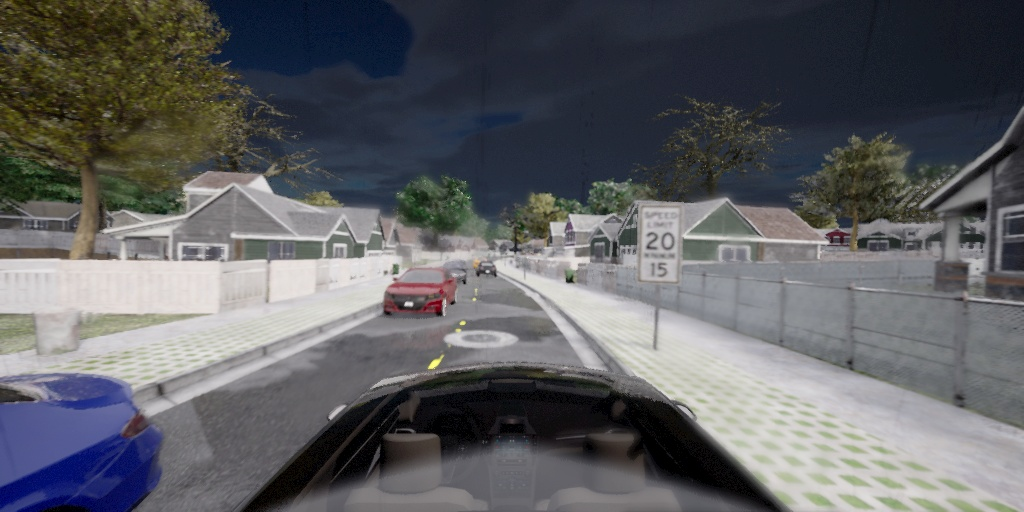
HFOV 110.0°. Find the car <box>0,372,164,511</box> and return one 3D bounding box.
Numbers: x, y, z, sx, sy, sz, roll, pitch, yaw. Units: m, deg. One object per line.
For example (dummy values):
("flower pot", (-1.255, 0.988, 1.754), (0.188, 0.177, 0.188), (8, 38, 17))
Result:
("car", (-3.174, 1.159, 0.350), (1.812, 1.442, 4.674), (2, 0, 3))

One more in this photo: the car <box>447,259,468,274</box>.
("car", (-5.673, 1.049, 37.537), (1.994, 1.385, 4.181), (2, 0, -8))

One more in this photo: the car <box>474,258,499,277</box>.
("car", (-2.488, 1.211, 34.702), (1.812, 1.442, 4.674), (2, 0, -8))

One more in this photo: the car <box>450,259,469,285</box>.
("car", (-4.087, 1.137, 25.286), (2.128, 1.511, 4.902), (2, 0, -7))

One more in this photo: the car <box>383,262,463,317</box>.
("car", (-3.090, 1.140, 12.921), (1.882, 1.535, 5.008), (2, 0, -2))
